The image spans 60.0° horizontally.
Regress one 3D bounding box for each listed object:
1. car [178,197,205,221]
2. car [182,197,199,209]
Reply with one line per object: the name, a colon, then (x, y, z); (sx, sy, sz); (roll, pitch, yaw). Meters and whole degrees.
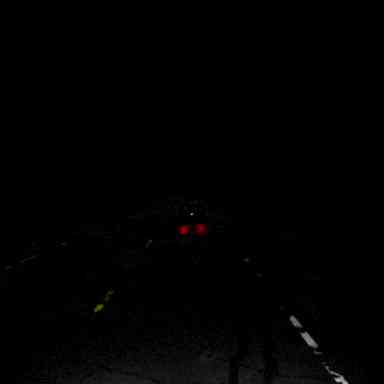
car: (-0.025, 1.320, 25.428); (2.128, 1.511, 4.902); (0, 0, -1)
car: (-0.218, 1.334, 41.802); (1.994, 1.385, 4.181); (0, 0, -1)
